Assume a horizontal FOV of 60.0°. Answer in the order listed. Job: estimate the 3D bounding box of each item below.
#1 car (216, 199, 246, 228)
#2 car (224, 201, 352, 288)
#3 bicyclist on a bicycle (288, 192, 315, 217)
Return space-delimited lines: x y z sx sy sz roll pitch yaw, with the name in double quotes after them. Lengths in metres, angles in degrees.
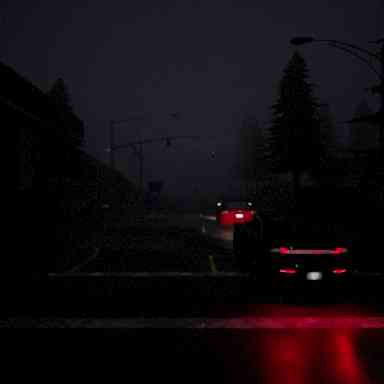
2.393 1.088 18.368 1.994 1.385 4.181 -1 2 1 "car"
2.193 1.223 8.415 2.128 1.511 4.902 0 2 0 "car"
6.228 0.798 19.045 1.656 1.620 0.582 0 1 0 "bicyclist on a bicycle"
